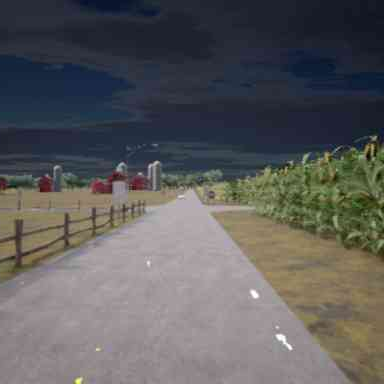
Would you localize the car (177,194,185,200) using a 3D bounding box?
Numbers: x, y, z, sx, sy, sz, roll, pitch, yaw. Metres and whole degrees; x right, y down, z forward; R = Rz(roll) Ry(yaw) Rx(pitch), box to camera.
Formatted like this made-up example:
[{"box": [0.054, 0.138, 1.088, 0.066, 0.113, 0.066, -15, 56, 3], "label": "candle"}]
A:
[{"box": [-2.787, 1.358, 88.309, 1.812, 1.442, 4.674, 0, 0, 0], "label": "car"}]
